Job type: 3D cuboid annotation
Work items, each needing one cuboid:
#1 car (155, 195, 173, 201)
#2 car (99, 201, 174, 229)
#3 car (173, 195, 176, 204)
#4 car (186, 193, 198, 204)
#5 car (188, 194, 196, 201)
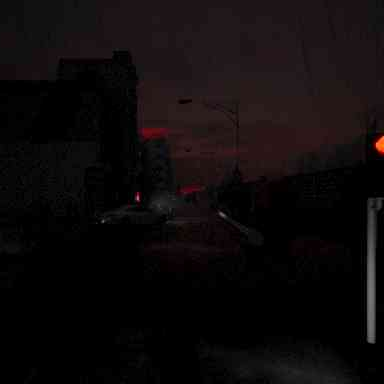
[{"bbox_3d":[-4.119,1.491,44.361,2.128,1.511,4.902,0,0,0],"label":"car"},{"bbox_3d":[-3.680,1.526,21.536,4.674,1.442,1.812,0,1,-44],"label":"car"},{"bbox_3d":[-4.118,1.601,53.645,1.895,1.301,4.718,0,0,0],"label":"car"},{"bbox_3d":[-0.036,1.221,66.305,2.150,2.045,5.566,0,0,0],"label":"car"},{"bbox_3d":[-0.044,1.310,76.695,1.882,1.535,5.008,0,0,0],"label":"car"}]
